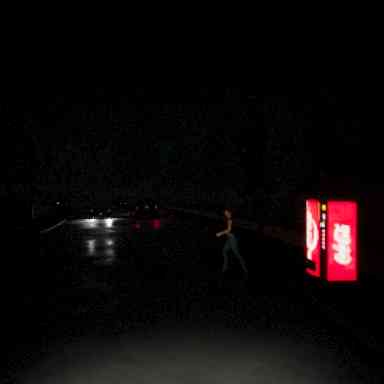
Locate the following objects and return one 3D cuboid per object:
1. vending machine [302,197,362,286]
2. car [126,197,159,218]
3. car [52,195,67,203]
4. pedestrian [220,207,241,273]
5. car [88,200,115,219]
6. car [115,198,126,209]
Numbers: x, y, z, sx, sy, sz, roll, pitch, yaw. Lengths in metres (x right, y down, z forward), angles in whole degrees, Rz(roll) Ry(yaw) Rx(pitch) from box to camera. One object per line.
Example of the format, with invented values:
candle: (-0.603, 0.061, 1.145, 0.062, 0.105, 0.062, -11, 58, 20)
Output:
vending machine: (3.489, 1.182, 8.374, 1.100, 2.100, 0.880, 0, 0, -5)
car: (-4.338, 1.308, 29.515, 2.097, 1.767, 4.553, 0, 0, -16)
car: (-26.419, 1.369, 66.284, 1.882, 1.535, 5.008, 0, 0, -36)
pedestrian: (1.023, 1.280, 8.898, 0.375, 1.860, 0.375, 0, 0, -5)
car: (-7.981, 1.481, 28.956, 1.812, 1.442, 4.674, 0, 0, -16)
car: (-9.292, 1.480, 43.786, 2.033, 1.411, 5.357, 0, 0, -25)
